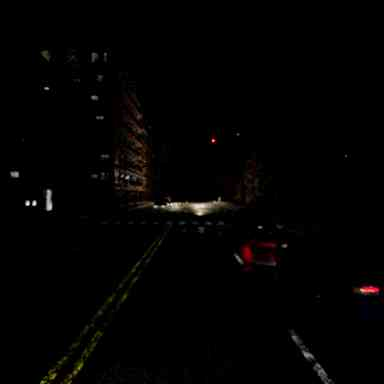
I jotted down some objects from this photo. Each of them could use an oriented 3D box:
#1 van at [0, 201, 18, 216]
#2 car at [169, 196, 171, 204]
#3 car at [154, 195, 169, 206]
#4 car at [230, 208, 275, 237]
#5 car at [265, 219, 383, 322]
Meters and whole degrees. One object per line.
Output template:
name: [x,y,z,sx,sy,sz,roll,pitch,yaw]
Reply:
van: [-22.707,1.910,39.300,3.998,1.788,1.690,-1,1,-1]
car: [-6.450,1.893,83.348,2.150,2.045,5.566,0,0,0]
car: [-6.461,1.901,67.888,2.097,1.767,4.553,0,-1,0]
car: [3.363,1.626,19.132,1.882,1.535,5.008,0,0,-1]
car: [3.355,1.607,7.657,2.033,1.411,5.357,0,0,0]
